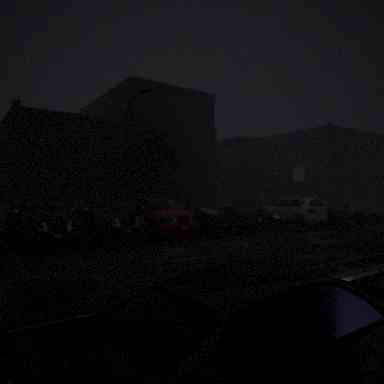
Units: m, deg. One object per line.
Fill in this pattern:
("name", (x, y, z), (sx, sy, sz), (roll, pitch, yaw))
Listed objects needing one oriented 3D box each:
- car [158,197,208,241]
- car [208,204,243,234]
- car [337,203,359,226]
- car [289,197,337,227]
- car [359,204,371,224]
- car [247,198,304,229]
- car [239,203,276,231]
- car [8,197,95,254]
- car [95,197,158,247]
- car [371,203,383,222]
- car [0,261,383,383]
("car", (-1.953, 1.279, 17.480), (2.435, 2.045, 5.566), (1, 0, -36))
("car", (0.273, 1.555, 19.103), (2.097, 1.535, 5.008), (1, 0, -36))
("car", (9.249, 1.463, 25.504), (2.435, 2.045, 5.566), (1, -1, -36))
("car", (6.975, 1.420, 23.945), (2.435, 2.045, 5.566), (1, -1, -36))
("car", (11.491, 1.633, 27.107), (2.185, 1.767, 4.553), (1, -1, -36))
("car", (4.732, 1.502, 22.342), (2.185, 1.767, 4.553), (1, -1, -36))
("car", (2.490, 1.620, 20.733), (2.163, 1.488, 4.792), (1, -1, -36))
("car", (-6.433, 1.246, 14.271), (2.435, 2.045, 5.566), (0, 0, -36))
("car", (-4.191, 1.257, 15.877), (2.435, 2.045, 5.566), (0, 0, -36))
("car", (15.847, 1.841, 30.493), (1.946, 1.575, 5.366), (1, -1, -36))
("car", (0.833, 1.553, 3.726), (5.357, 1.411, 2.033), (0, 0, -35))
